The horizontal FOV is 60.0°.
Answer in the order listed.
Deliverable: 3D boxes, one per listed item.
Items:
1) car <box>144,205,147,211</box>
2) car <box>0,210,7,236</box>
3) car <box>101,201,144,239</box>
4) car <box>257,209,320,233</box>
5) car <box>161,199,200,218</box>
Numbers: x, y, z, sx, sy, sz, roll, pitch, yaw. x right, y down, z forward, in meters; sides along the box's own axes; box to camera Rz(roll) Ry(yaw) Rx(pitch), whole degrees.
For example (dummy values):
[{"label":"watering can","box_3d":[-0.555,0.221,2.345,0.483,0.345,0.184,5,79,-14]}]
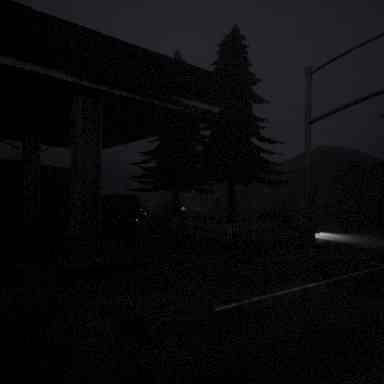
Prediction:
[{"label":"car","box_3d":[-7.504,1.664,41.286,2.033,1.411,5.357,1,0,-35]},{"label":"car","box_3d":[-11.694,1.519,18.449,2.242,1.667,4.611,1,0,-36]},{"label":"car","box_3d":[-4.562,1.445,18.268,1.905,1.878,3.866,1,0,-36]},{"label":"car","box_3d":[6.214,1.841,21.977,1.994,1.385,4.181,1,0,-36]},{"label":"car","box_3d":[-1.159,1.542,32.349,2.097,1.767,4.553,1,0,-36]}]
